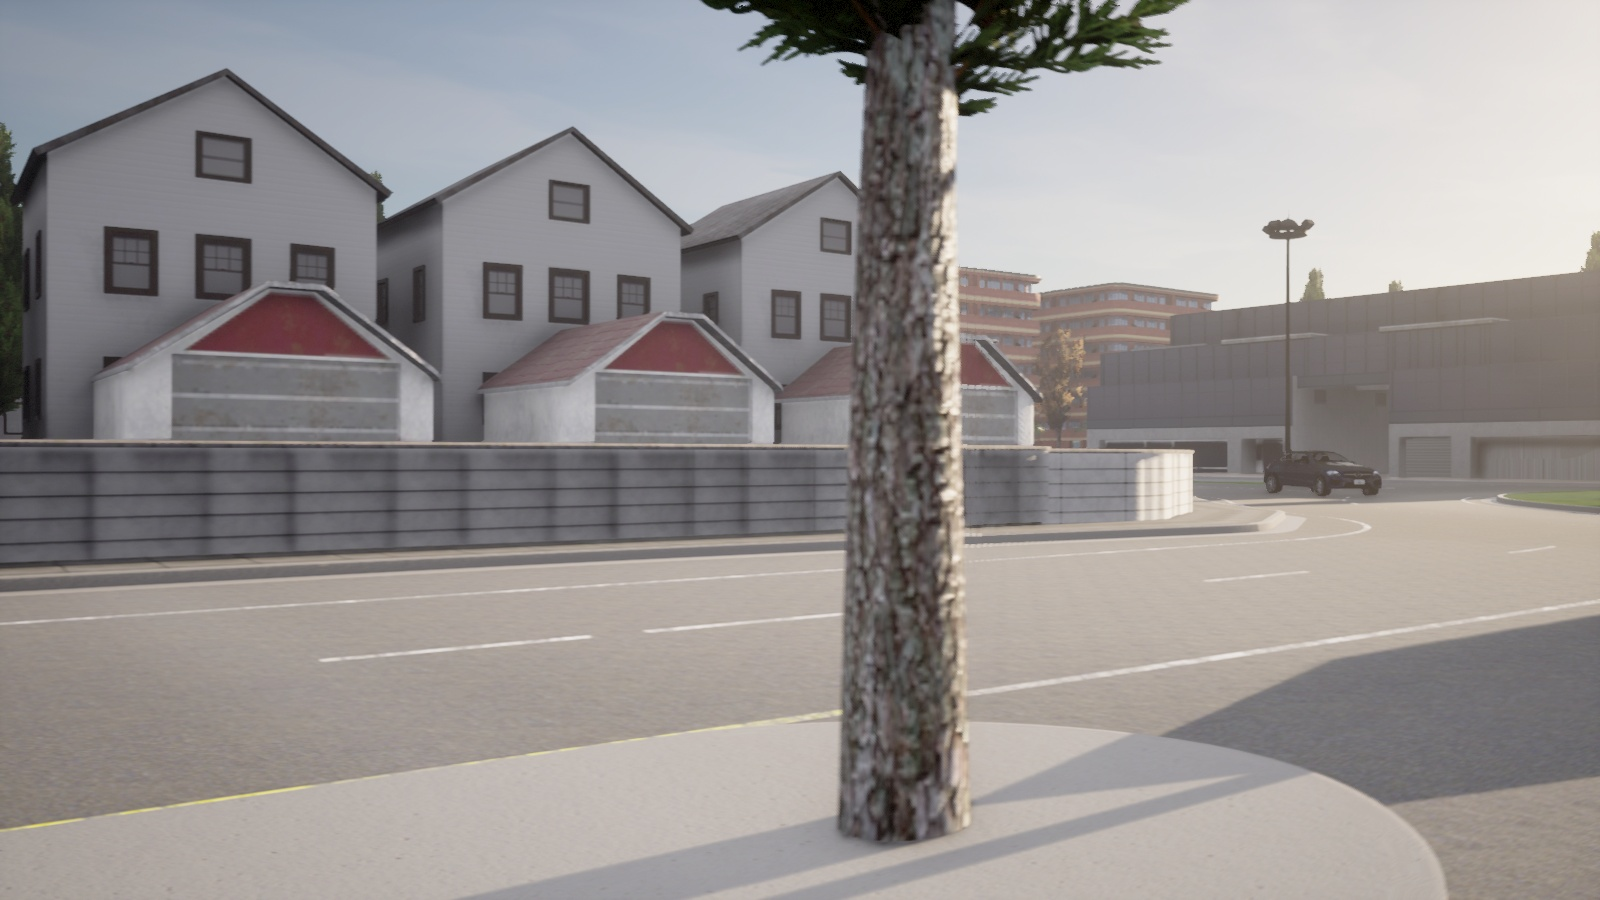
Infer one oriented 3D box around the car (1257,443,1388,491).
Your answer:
[{"bbox_3d":[19.070,0.596,46.132,2.152,1.651,5.027,0,0,-9],"label":"car"}]
